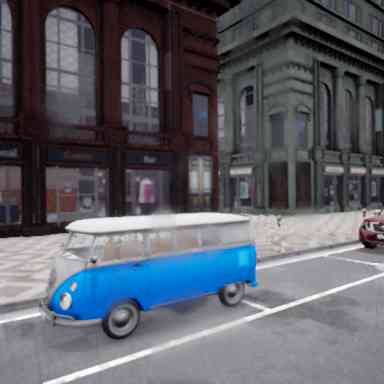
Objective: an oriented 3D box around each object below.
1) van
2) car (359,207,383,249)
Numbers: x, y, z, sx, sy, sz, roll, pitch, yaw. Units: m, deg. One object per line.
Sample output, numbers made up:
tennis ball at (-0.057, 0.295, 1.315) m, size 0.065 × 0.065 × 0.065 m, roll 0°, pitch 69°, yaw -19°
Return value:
van at (-0.561, 1.332, 6.274) m, size 3.998 × 1.788 × 1.690 m, roll -1°, pitch 0°, yaw -36°
car at (8.545, 1.206, 12.918) m, size 5.009 × 1.841 × 2.192 m, roll -1°, pitch 0°, yaw -36°
